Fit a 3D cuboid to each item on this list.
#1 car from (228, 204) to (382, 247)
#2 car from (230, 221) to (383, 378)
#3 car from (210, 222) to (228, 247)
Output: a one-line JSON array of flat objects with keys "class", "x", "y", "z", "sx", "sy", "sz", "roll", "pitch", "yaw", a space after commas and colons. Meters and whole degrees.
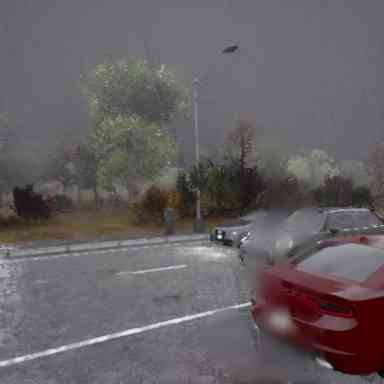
[{"class": "car", "x": 3.610, "y": 1.257, "z": 9.561, "sx": 4.553, "sy": 1.767, "sz": 2.097, "roll": -1, "pitch": 1, "yaw": -25}, {"class": "car", "x": 3.254, "y": 1.424, "z": 5.300, "sx": 5.008, "sy": 1.535, "sz": 1.882, "roll": -1, "pitch": 0, "yaw": -29}, {"class": "car", "x": 2.829, "y": 1.437, "z": 13.059, "sx": 4.181, "sy": 1.385, "sz": 1.994, "roll": -1, "pitch": 1, "yaw": -25}]
